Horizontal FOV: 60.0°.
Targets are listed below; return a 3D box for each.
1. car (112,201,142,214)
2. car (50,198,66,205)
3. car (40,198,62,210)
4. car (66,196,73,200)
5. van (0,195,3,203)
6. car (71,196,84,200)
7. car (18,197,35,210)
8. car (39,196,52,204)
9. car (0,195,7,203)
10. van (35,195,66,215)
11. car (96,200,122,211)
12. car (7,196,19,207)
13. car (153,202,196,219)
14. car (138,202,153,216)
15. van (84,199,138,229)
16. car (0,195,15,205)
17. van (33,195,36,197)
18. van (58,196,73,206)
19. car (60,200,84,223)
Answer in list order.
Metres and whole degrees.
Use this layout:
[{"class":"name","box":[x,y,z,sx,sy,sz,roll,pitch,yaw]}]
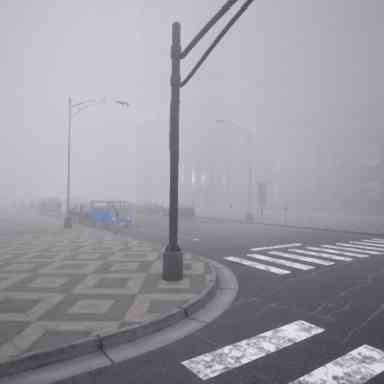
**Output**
[{"class":"car","box":[-7.835,1.752,39.691,1.887,1.381,4.507,1,-1,-35]},{"class":"car","box":[-26.969,1.886,66.764,2.008,1.369,4.403,1,-1,-35]},{"class":"car","box":[-19.712,1.658,46.500,1.837,1.490,4.892,1,-1,-35]},{"class":"car","box":[-20.589,1.607,57.742,2.192,1.841,5.009,1,-1,-35]},{"class":"van","box":[-46.697,1.613,79.905,1.690,1.788,3.998,1,-1,-35]},{"class":"car","box":[-17.402,1.816,53.228,1.887,1.381,4.507,1,-1,-35]},{"class":"car","box":[-21.203,1.681,43.798,1.802,1.307,4.206,1,-1,-35]},{"class":"car","box":[-33.347,1.818,75.790,1.967,1.590,4.097,1,-1,-35]},{"class":"car","box":[-43.509,1.564,75.392,2.192,1.841,5.009,1,-1,-35]},{"class":"van","box":[-14.826,1.397,34.775,1.690,1.788,3.998,1,-1,-35]},{"class":"car","box":[-11.122,1.754,44.342,1.752,1.417,4.829,1,-1,-35]},{"class":"car","box":[-27.576,1.692,52.825,2.008,1.369,4.403,1,-1,-35]},{"class":"car","box":[-1.457,1.710,30.667,1.887,1.381,4.507,1,-1,-35]},{"class":"car","box":[-4.646,1.731,35.179,1.887,1.381,4.507,1,-1,-35]},{"class":"van","box":[-5.265,1.336,21.236,1.690,1.788,3.998,1,-1,-35]},{"class":"car","box":[-37.039,1.731,66.225,1.752,1.417,4.829,1,-1,-35]},{"class":"van","box":[-36.534,1.741,80.303,1.690,1.788,3.998,1,-1,-35]},{"class":"van","box":[-23.778,1.655,62.254,1.690,1.788,3.998,1,-1,-35]},{"class":"car","box":[-8.454,1.559,25.747,1.887,1.381,4.507,1,-1,-35]}]
